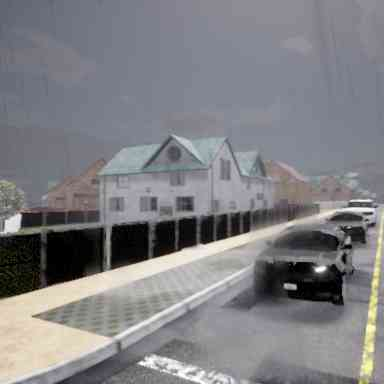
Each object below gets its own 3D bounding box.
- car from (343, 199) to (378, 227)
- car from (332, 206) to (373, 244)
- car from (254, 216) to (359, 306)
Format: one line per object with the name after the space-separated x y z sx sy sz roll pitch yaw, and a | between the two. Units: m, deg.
13.526 1.614 26.654 2.150 2.045 5.566 -1 -1 30 | car
8.238 1.740 17.558 1.882 1.535 5.008 -1 -1 30 | car
3.135 1.624 8.766 1.882 1.535 5.008 -1 -1 29 | car
